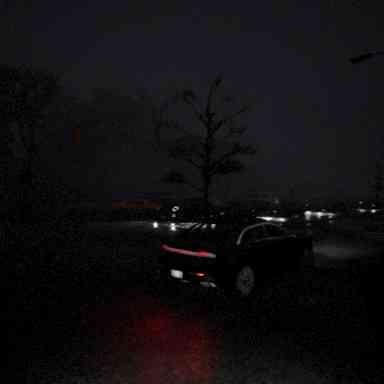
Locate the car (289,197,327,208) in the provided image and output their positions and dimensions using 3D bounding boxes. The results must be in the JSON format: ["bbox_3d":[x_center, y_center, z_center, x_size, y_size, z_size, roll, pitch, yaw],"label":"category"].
[{"bbox_3d":[17.906,1.541,51.300,5.366,1.575,1.946,0,-1,22],"label":"car"}]

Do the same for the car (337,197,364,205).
[{"bbox_3d":[31.767,1.864,66.818,4.792,1.488,2.163,0,0,22],"label":"car"}]

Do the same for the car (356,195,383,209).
[{"bbox_3d":[26.106,1.509,48.573,2.097,1.767,4.553,1,0,42],"label":"car"}]

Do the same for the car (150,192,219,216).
[{"bbox_3d":[-0.413,1.116,24.051,2.097,1.767,4.553,1,0,42],"label":"car"}]

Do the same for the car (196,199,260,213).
[{"bbox_3d":[2.571,1.386,22.891,1.994,1.385,4.181,1,0,42],"label":"car"}]

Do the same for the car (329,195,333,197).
[{"bbox_3d":[19.713,1.619,53.581,4.792,1.488,2.163,0,0,22],"label":"car"}]

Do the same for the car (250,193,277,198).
[{"bbox_3d":[7.668,1.092,40.353,5.566,2.045,2.435,0,0,22],"label":"car"}]

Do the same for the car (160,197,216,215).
[{"bbox_3d":[-0.365,1.254,31.534,4.792,1.488,2.163,0,0,22],"label":"car"}]

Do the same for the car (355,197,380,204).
[{"bbox_3d":[39.838,1.946,75.635,4.674,1.452,2.002,0,0,22],"label":"car"}]

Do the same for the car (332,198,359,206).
[{"bbox_3d":[29.789,1.842,64.599,4.674,1.452,2.002,0,0,22],"label":"car"}]

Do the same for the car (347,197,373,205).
[{"bbox_3d":[35.844,1.909,71.215,4.792,1.488,2.163,0,-1,22],"label":"car"}]

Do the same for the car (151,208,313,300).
[{"bbox_3d":[1.327,1.375,8.238,2.128,1.511,4.902,1,1,42],"label":"car"}]

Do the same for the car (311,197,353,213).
[{"bbox_3d":[15.802,1.568,37.348,2.033,1.411,5.357,1,0,43],"label":"car"}]

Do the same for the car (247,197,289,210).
[{"bbox_3d":[9.699,1.381,42.560,4.892,1.521,2.231,0,-1,22],"label":"car"}]

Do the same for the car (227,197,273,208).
[{"bbox_3d":[5.408,1.407,30.435,1.994,1.385,4.181,1,0,42],"label":"car"}]

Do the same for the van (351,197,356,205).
[{"bbox_3d":[27.893,1.544,62.364,4.442,1.987,1.878,0,-1,22],"label":"van"}]

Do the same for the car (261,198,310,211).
[{"bbox_3d":[8.228,1.464,29.077,1.994,1.385,4.181,1,0,43],"label":"car"}]

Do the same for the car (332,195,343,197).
[{"bbox_3d":[21.923,1.636,55.710,5.366,1.575,1.946,0,-1,22],"label":"car"}]

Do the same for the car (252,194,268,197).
[{"bbox_3d":[5.685,1.312,38.147,5.008,1.535,2.097,0,-1,22],"label":"car"}]

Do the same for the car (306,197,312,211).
[{"bbox_3d":[13.895,1.503,39.686,1.812,1.442,4.674,1,0,43],"label":"car"}]

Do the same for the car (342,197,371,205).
[{"bbox_3d":[33.981,1.856,68.953,5.366,1.575,1.946,0,-1,22],"label":"car"}]

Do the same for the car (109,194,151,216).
[{"bbox_3d":[-4.181,1.169,27.049,5.366,1.575,1.946,0,-1,22],"label":"car"}]

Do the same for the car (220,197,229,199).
[{"bbox_3d":[1.499,1.248,33.800,5.366,1.575,1.946,0,0,22],"label":"car"}]

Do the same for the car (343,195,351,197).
[{"bbox_3d":[25.796,1.603,60.178,4.553,1.767,2.185,0,0,22],"label":"car"}]

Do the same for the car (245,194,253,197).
[{"bbox_3d":[3.684,1.283,35.931,4.892,1.521,2.231,0,0,22],"label":"car"}]

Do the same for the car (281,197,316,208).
[{"bbox_3d":[15.728,1.538,49.160,4.674,1.452,2.002,0,0,22],"label":"car"}]

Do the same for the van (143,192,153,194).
[{"bbox_3d":[-2.234,0.973,29.281,4.442,1.987,1.878,0,-1,22],"label":"van"}]
